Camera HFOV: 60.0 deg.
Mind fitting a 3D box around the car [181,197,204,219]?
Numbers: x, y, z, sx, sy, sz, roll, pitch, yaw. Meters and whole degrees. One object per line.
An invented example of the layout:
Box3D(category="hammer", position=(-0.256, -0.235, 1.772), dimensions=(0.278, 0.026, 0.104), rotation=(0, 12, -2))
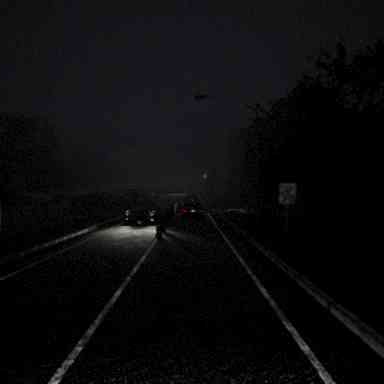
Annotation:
Box3D(category="car", position=(0.057, 1.458, 27.830), dimensions=(2.033, 1.411, 5.357), rotation=(0, 1, 0))

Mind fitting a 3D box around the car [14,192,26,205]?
Box3D(category="car", position=(-23.160, 0.916, 40.137), dimensions=(4.674, 1.452, 2.002), rotation=(0, 0, 0))

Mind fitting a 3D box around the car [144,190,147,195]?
Box3D(category="car", position=(-9.963, 0.781, 51.374), dimensions=(4.792, 1.488, 2.163), rotation=(0, 1, 0))

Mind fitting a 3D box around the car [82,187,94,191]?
Box3D(category="car", position=(-22.761, 0.253, 68.016), dimensions=(5.366, 1.575, 1.946), rotation=(0, 2, 0))

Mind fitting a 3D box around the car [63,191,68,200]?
Box3D(category="car", position=(-23.047, 0.686, 54.082), dimensions=(5.008, 1.535, 2.097), rotation=(0, 1, 0))

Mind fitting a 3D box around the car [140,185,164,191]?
Box3D(category="car", position=(-9.752, -0.212, 79.234), dimensions=(4.792, 1.488, 2.163), rotation=(0, 3, 0))

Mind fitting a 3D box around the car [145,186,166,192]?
Box3D(category="car", position=(-9.883, -0.838, 90.353), dimensions=(5.366, 1.575, 1.946), rotation=(0, 3, 0))

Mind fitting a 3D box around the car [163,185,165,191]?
Box3D(category="car", position=(-9.758, -0.347, 82.016), dimensions=(4.674, 1.452, 2.002), rotation=(0, 3, 0))

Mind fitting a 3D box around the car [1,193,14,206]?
Box3D(category="car", position=(-23.181, 0.927, 37.352), dimensions=(4.674, 1.452, 2.002), rotation=(0, 0, 0))

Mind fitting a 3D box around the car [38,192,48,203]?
Box3D(category="car", position=(-23.299, 0.826, 45.842), dimensions=(5.366, 1.575, 1.946), rotation=(0, 1, 0))

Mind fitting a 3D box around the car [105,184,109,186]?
Box3D(category="car", position=(-22.893, -0.367, 79.160), dimensions=(4.553, 1.767, 2.185), rotation=(0, 3, 0))

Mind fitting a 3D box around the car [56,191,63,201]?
Box3D(category="car", position=(-23.044, 0.776, 51.292), dimensions=(4.792, 1.488, 2.163), rotation=(0, 1, 0))

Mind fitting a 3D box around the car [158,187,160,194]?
Box3D(category="car", position=(-9.847, 0.185, 70.878), dimensions=(4.674, 1.452, 2.002), rotation=(0, 3, 0))

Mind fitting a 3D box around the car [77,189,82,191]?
Box3D(category="car", position=(-23.003, 0.537, 59.787), dimensions=(4.892, 1.521, 2.231), rotation=(0, 2, 0))

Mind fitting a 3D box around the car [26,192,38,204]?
Box3D(category="car", position=(-23.164, 0.887, 43.049), dimensions=(4.792, 1.488, 2.163), rotation=(0, 0, 0))

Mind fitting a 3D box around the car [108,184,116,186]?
Box3D(category="car", position=(-23.004, -0.545, 84.853), dimensions=(5.366, 1.575, 1.946), rotation=(0, 3, 0))

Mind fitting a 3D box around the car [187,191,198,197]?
Box3D(category="car", position=(0.032, 1.011, 44.108), dimensions=(2.033, 1.411, 5.357), rotation=(0, 1, 0))

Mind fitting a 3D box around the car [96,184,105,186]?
Box3D(category="car", position=(-22.933, -0.227, 73.580), dimensions=(5.566, 2.045, 2.435), rotation=(0, 3, 0))

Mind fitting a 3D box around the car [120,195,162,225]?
Box3D(category="car", position=(-3.341, 1.313, 23.391), dimensions=(2.097, 1.767, 4.553), rotation=(0, 1, 0))

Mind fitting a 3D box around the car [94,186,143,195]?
Box3D(category="car", position=(-10.062, 0.585, 45.803), dimensions=(5.566, 2.045, 2.435), rotation=(0, 1, 0))

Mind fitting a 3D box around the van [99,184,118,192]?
Box3D(category="van", position=(-22.660, -1.066, 90.401), dimensions=(4.442, 1.987, 1.878), rotation=(0, 3, 0))

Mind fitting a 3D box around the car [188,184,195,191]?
Box3D(category="car", position=(-0.118, -0.624, 85.459), dimensions=(1.882, 1.535, 5.008), rotation=(0, 3, 0))

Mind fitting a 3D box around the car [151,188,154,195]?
Box3D(category="car", position=(-9.900, 0.572, 59.741), dimensions=(4.792, 1.488, 2.163), rotation=(0, 2, 0))

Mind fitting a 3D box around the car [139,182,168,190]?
Box3D(category="car", position=(-9.768, -0.787, 84.780), dimensions=(5.566, 2.045, 2.435), rotation=(0, 3, 0))

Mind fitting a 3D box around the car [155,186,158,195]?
Box3D(category="car", position=(-9.897, 0.132, 68.086), dimensions=(4.553, 1.767, 2.185), rotation=(0, 2, 0))

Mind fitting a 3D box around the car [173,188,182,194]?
Box3D(category="car", position=(-3.369, -0.276, 79.718), dimensions=(1.812, 1.442, 4.674), rotation=(0, 3, 0))

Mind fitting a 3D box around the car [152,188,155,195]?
Box3D(category="car", position=(-9.937, 0.486, 62.528), dimensions=(4.792, 1.488, 2.163), rotation=(0, 2, 0))

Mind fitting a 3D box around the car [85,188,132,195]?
Box3D(category="car", position=(-10.107, 0.757, 40.232), dimensions=(4.553, 1.767, 2.185), rotation=(0, 0, 0))

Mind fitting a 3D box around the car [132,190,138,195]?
Box3D(category="car", position=(-10.050, 0.864, 43.012), dimensions=(5.008, 1.535, 2.097), rotation=(0, 1, 0))

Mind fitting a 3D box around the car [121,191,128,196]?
Box3D(category="car", position=(-10.126, 0.924, 37.447), dimensions=(4.792, 1.488, 2.163), rotation=(0, 0, 0))

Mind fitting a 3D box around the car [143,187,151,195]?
Box3D(category="car", position=(-9.918, 0.495, 56.950), dimensions=(4.553, 1.767, 2.185), rotation=(0, 2, 0))

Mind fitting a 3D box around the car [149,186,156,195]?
Box3D(category="car", position=(-9.918, 0.236, 65.308), dimensions=(4.553, 1.767, 2.185), rotation=(0, 2, 0))

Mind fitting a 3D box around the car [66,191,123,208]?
Box3D(category="car", position=(-10.089, 0.935, 34.663), dimensions=(4.792, 1.488, 2.163), rotation=(0, 0, 0))

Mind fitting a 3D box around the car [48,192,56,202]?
Box3D(category="car", position=(-23.278, 0.789, 48.637), dimensions=(5.366, 1.575, 1.946), rotation=(0, 1, 0))

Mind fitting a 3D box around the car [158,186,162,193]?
Box3D(category="car", position=(-9.817, 0.024, 73.662), dimensions=(5.008, 1.535, 2.097), rotation=(0, 3, 0))

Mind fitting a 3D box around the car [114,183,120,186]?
Box3D(category="car", position=(-22.770, -0.942, 87.619), dimensions=(5.566, 2.045, 2.435), rotation=(0, 3, 0))
